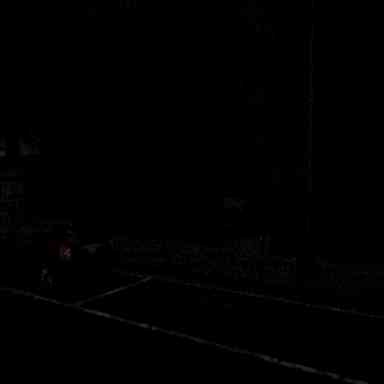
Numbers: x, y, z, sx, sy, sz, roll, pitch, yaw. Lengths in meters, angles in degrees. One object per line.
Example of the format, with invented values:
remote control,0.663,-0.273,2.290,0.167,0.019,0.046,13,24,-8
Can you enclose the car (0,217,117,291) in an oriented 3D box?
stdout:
car,-4.059,1.435,9.032,4.097,1.590,1.967,0,1,31
